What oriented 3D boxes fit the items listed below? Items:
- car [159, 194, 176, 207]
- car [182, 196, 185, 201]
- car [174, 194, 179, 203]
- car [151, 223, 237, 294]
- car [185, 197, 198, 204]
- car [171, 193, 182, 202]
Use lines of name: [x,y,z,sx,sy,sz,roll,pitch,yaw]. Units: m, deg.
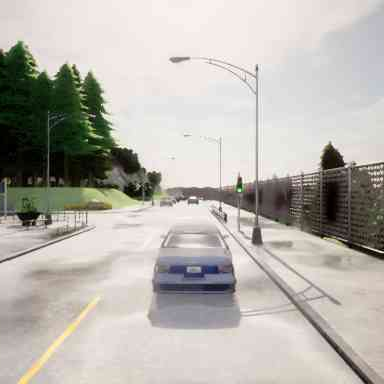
car: [-3.997,1.505,52.486,1.837,1.490,4.892,0,0,0]
car: [-3.551,1.540,86.722,5.357,1.411,2.033,0,0,40]
car: [-3.949,1.526,62.383,1.812,1.442,4.674,0,0,1]
car: [0.063,1.547,8.937,2.033,1.411,5.357,0,0,1]
car: [0.213,1.564,62.616,1.994,1.385,4.181,0,0,0]
car: [-3.868,1.225,72.788,2.150,2.045,5.566,0,0,0]
